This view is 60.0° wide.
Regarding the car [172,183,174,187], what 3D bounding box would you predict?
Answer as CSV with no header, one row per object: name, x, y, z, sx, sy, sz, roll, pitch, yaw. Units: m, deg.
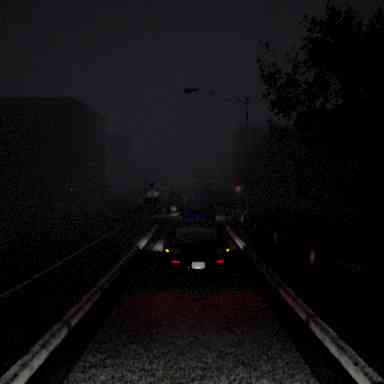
car,-5.561,-1.496,82.191,2.097,1.767,4.553,0,2,0

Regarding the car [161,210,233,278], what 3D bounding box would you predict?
car,0.083,1.507,9.939,1.812,1.442,4.674,0,0,-1

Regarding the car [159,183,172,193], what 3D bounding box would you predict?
car,-5.491,-0.566,66.347,1.812,1.442,4.674,0,3,0

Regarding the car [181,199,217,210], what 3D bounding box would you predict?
car,0.507,1.303,20.676,1.882,1.535,5.008,0,2,5

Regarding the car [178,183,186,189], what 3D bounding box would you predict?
car,-2.567,-1.418,83.583,1.882,1.535,5.008,0,2,0

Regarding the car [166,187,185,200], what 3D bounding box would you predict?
car,-2.291,0.396,48.281,1.895,1.301,4.718,0,4,-1
